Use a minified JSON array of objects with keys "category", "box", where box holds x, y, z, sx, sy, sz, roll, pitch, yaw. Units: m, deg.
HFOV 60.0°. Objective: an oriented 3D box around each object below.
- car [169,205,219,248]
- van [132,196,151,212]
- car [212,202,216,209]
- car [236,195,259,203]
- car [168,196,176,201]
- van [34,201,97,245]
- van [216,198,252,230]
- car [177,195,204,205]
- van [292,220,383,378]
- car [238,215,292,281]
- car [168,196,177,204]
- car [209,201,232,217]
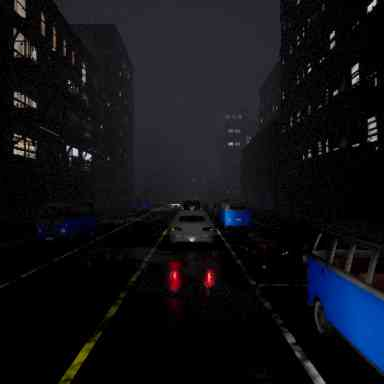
[{"category":"car","box":[0.000,1.536,14.650,1.812,1.442,4.674,0,0,0]},{"category":"van","box":[-5.685,1.364,37.981,1.690,1.788,3.998,0,0,0]},{"category":"car","box":[2.695,1.577,26.658,1.947,1.339,4.313,0,0,0]},{"category":"car","box":[13.466,1.696,80.709,5.009,1.841,2.192,1,-1,-1]},{"category":"car","box":[-5.687,1.694,93.031,1.947,1.339,4.313,0,0,0]},{"category":"van","box":[-5.684,1.344,15.333,1.690,1.788,3.998,0,0,0]},{"category":"van","box":[2.696,1.348,20.996,1.690,1.788,3.998,0,0,0]},{"category":"car","box":[0.000,1.381,29.621,2.097,1.767,4.553,0,0,0]},{"category":"van","box":[2.696,1.339,4.010,1.690,1.788,3.998,0,0,0]},{"category":"car","box":[2.695,1.566,9.671,1.947,1.339,4.313,0,0,0]},{"category":"car","box":[-3.001,1.663,64.653,2.033,1.411,5.357,0,0,0]},{"category":"car","box":[2.694,1.583,32.321,1.947,1.339,4.313,0,0,0]}]
